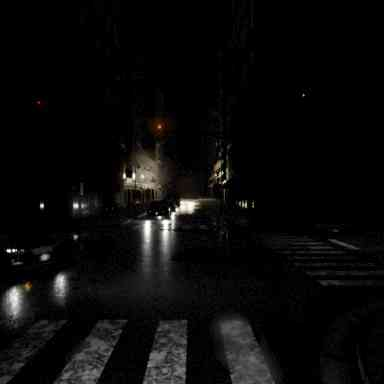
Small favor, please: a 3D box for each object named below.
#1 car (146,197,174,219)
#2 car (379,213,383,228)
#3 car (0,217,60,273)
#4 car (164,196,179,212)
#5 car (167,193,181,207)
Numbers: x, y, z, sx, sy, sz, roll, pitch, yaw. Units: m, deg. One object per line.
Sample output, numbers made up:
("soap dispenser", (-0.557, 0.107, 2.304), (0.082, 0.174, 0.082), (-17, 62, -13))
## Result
("car", (-2.867, 1.497, 29.293), (1.837, 1.490, 4.892), (0, 0, 0))
("car", (12.337, 1.282, 16.900), (5.009, 1.841, 2.192), (0, 0, 0))
("car", (-6.193, 1.508, 10.043), (4.902, 1.511, 2.128), (0, 0, 25))
("car", (-2.866, 1.511, 39.159), (1.812, 1.442, 4.674), (0, 0, 0))
("car", (-2.877, 1.197, 49.559), (2.150, 2.045, 5.566), (0, 0, 0))
